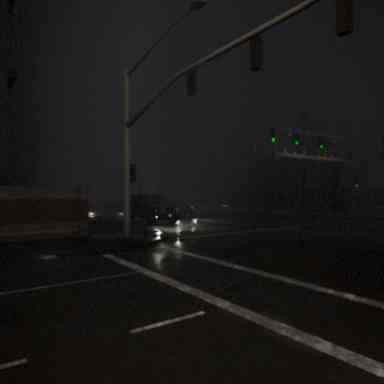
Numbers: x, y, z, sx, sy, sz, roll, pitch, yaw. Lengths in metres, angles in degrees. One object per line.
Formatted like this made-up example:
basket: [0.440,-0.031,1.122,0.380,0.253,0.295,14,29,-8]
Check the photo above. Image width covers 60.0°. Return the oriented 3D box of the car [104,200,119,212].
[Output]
car: [-8.419,1.577,38.144,1.895,1.301,4.718,0,0,-36]

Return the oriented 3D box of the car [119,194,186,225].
car: [-3.082,1.198,24.741,2.150,2.045,5.566,0,1,-36]

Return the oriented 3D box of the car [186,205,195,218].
car: [-1.676,1.328,28.782,2.097,1.767,4.553,0,0,-36]

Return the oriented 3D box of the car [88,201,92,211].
car: [-13.277,1.459,38.904,1.882,1.535,5.008,0,0,-36]
